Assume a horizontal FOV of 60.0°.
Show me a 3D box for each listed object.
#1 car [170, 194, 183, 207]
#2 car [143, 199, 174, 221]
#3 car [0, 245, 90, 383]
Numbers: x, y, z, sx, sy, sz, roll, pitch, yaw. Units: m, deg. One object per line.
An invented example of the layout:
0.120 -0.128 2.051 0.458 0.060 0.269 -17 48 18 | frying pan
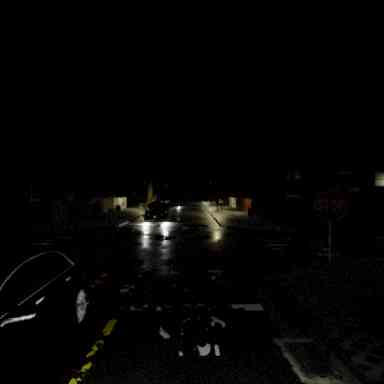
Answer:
-2.776 1.570 51.968 1.837 1.490 4.892 0 0 0 | car
-2.763 1.573 27.014 1.837 1.490 4.892 0 0 0 | car
-2.748 1.550 4.165 1.837 1.490 4.892 0 0 0 | car
